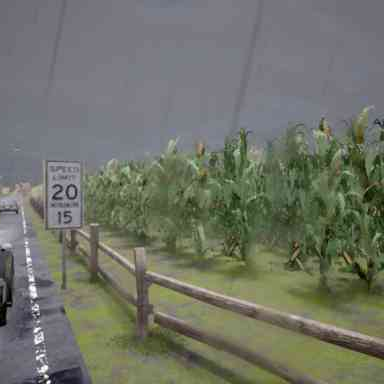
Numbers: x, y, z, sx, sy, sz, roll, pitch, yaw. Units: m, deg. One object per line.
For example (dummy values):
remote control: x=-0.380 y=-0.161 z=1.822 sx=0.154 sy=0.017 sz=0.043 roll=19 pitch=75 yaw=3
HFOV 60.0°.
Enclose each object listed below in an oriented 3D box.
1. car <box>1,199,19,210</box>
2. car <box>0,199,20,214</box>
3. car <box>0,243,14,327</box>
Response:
car: x=-23.648 y=1.587 z=43.349 sx=1.895 sy=1.301 sz=4.718 roll=0 pitch=0 yaw=-27
car: x=-19.051 y=1.535 z=34.573 sx=2.033 sy=1.411 sz=5.357 roll=0 pitch=0 yaw=-27
car: x=-4.598 y=1.561 z=6.466 sx=1.994 sy=1.385 sz=4.181 roll=0 pitch=0 yaw=-27
